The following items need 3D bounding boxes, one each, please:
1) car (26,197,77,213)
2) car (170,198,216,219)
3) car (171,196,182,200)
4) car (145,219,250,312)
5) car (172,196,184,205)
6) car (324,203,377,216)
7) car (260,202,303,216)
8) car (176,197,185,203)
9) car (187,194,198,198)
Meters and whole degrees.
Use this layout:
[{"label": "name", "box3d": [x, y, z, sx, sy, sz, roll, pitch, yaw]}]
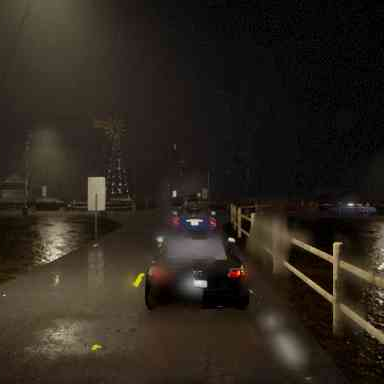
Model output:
[{"label": "car", "box3d": [-14.360, 1.331, 33.945, 5.008, 1.535, 1.882, 1, -2, 2]}, {"label": "car", "box3d": [0.115, 1.380, 16.447, 2.097, 1.767, 4.553, 0, 0, 0]}, {"label": "car", "box3d": [-2.757, 1.677, 57.167, 1.882, 1.535, 5.008, 0, 0, 0]}, {"label": "car", "box3d": [0.106, 1.573, 7.804, 1.994, 1.385, 4.181, 0, 0, 0]}, {"label": "car", "box3d": [-2.702, 1.613, 66.416, 2.097, 1.767, 4.553, 0, 0, 1]}, {"label": "car", "box3d": [17.892, 1.950, 37.724, 5.357, 1.411, 2.033, 1, -2, 0]}, {"label": "car", "box3d": [9.132, 1.726, 34.040, 4.181, 1.385, 1.994, 1, -2, 0]}, {"label": "car", "box3d": [-2.658, 1.933, 76.635, 1.895, 1.301, 4.718, 0, 0, 0]}, {"label": "car", "box3d": [0.090, 1.541, 73.853, 2.150, 2.045, 5.566, 0, 0, 0]}]
